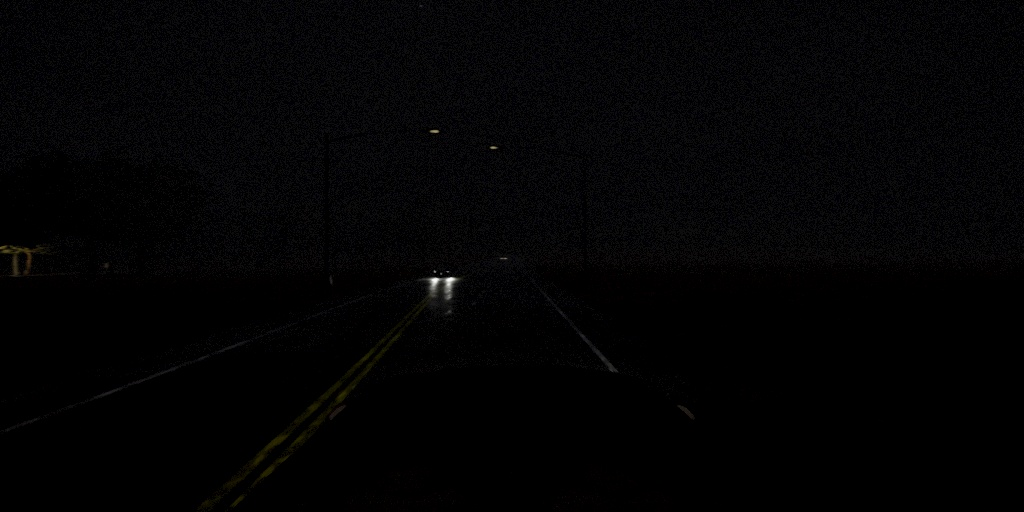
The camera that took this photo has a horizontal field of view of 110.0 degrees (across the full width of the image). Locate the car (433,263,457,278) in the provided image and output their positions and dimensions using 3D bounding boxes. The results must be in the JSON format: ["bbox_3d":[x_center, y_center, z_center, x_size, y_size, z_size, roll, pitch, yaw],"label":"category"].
[{"bbox_3d":[-7.029,1.491,38.084,1.837,1.490,4.892,0,0,0],"label":"car"}]
